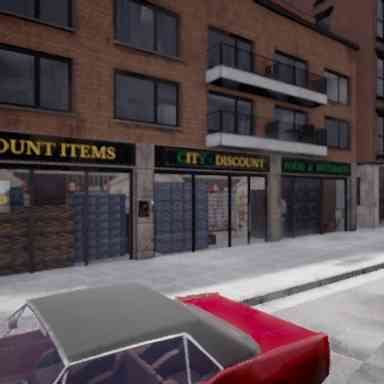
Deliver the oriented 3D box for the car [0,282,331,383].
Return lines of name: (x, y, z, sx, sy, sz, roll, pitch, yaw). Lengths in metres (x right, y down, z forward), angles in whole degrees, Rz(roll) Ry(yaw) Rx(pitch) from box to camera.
car: (-1.037, 1.598, 2.640, 4.718, 1.301, 1.895, 0, 0, -35)
